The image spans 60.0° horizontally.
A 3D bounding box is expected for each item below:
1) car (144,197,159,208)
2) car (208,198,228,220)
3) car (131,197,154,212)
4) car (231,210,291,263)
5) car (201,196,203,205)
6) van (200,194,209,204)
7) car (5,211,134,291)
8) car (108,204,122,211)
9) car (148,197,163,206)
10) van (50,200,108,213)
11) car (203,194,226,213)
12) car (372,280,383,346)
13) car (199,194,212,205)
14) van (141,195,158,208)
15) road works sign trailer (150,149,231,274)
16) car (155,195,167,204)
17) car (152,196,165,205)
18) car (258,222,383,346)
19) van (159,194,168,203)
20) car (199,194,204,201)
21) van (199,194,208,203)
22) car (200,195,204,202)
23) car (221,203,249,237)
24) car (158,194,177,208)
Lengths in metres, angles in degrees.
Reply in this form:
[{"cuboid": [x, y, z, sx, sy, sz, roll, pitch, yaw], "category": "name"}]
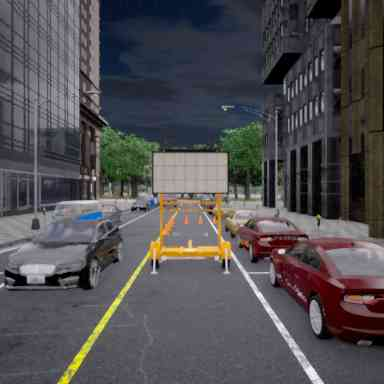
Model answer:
[{"cuboid": [-5.995, 1.530, 49.702, 1.752, 1.417, 4.829, 0, 0, 0], "category": "car"}, {"cuboid": [2.630, 1.525, 28.331, 1.752, 1.417, 4.829, 0, 0, 0], "category": "car"}, {"cuboid": [-5.945, 1.567, 38.996, 1.947, 1.339, 4.313, 0, 0, 0], "category": "car"}, {"cuboid": [2.708, 1.544, 11.849, 1.887, 1.381, 4.507, 0, 0, 0], "category": "car"}, {"cuboid": [2.554, 1.528, 44.644, 1.752, 1.417, 4.829, 0, 0, 0], "category": "car"}, {"cuboid": [2.452, 1.354, 66.224, 1.690, 1.788, 3.998, 0, 0, 0], "category": "van"}, {"cuboid": [-3.142, 1.490, 9.126, 2.128, 1.511, 4.902, 0, 0, 0], "category": "car"}, {"cuboid": [-5.868, 1.550, 22.684, 2.008, 1.369, 4.403, 0, 0, 0], "category": "car"}, {"cuboid": [-6.022, 1.573, 55.309, 1.947, 1.339, 4.313, 0, 0, 0], "category": "car"}, {"cuboid": [-5.843, 1.340, 17.247, 1.690, 1.788, 3.998, 0, 0, 0], "category": "van"}, {"cuboid": [2.605, 1.315, 33.599, 2.192, 1.841, 5.009, 0, 0, 0], "category": "car"}, {"cuboid": [2.759, 1.550, 0.974, 2.008, 1.369, 4.403, 0, 0, 0], "category": "car"}, {"cuboid": [2.478, 1.325, 60.787, 2.192, 1.841, 5.009, 0, 0, 0], "category": "car"}, {"cuboid": [-5.971, 1.344, 44.434, 1.690, 1.788, 3.998, 0, 0, 0], "category": "van"}, {"cuboid": [-0.048, 0.463, 10.541, 2.380, 3.560, 2.880, 0, 0, 0], "category": "road works sign trailer"}, {"cuboid": [-6.073, 1.453, 66.184, 1.967, 1.590, 4.097, 0, 0, 0], "category": "car"}, {"cuboid": [-6.046, 1.535, 60.577, 1.752, 1.417, 4.829, 0, 0, 0], "category": "car"}, {"cuboid": [2.733, 1.544, 6.412, 1.887, 1.381, 4.507, 0, 0, 0], "category": "car"}, {"cuboid": [-6.098, 1.357, 71.622, 1.690, 1.788, 3.998, 0, 0, 0], "category": "van"}, {"cuboid": [2.503, 1.447, 55.349, 1.967, 1.590, 4.097, 0, 0, 0], "category": "car"}, {"cuboid": [2.427, 1.357, 71.662, 1.690, 1.788, 3.998, 0, 0, 0], "category": "van"}, {"cuboid": [2.529, 1.549, 49.912, 1.887, 1.381, 4.507, 0, 0, 0], "category": "car"}, {"cuboid": [2.682, 1.524, 17.456, 1.752, 1.417, 4.829, 0, 0, 0], "category": "car"}, {"cuboid": [-3.319, 1.225, 47.612, 2.150, 2.045, 5.566, 0, 0, 0], "category": "car"}]
